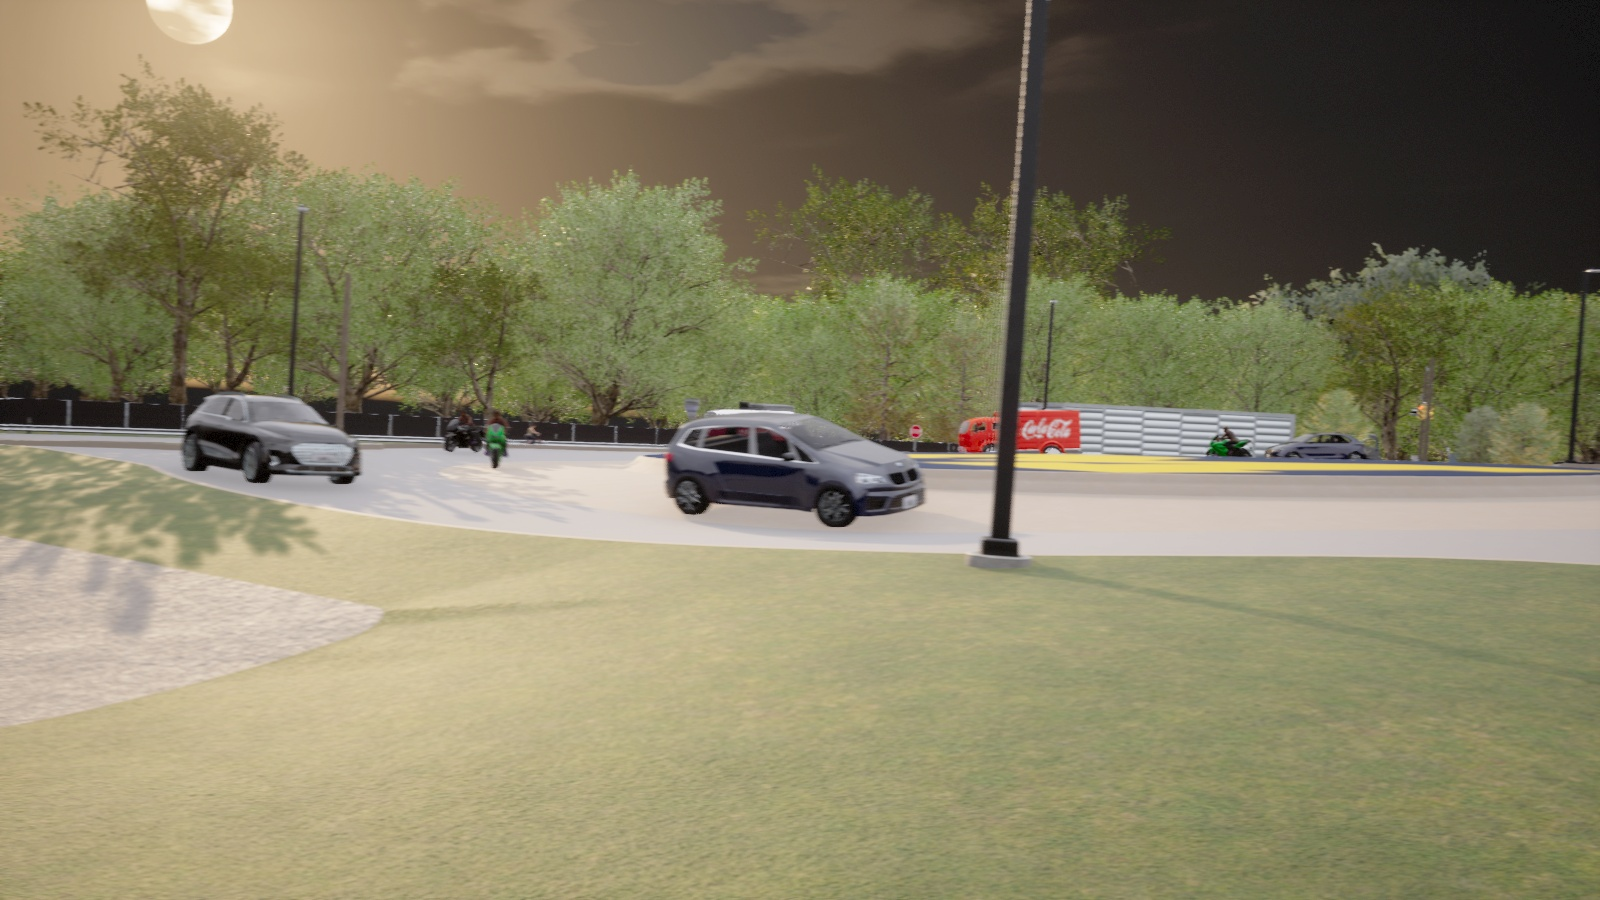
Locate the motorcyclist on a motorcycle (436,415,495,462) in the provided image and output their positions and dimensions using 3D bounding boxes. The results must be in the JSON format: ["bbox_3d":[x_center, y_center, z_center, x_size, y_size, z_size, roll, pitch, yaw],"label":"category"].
[{"bbox_3d":[-11.510,-0.399,43.237,0.797,1.523,2.044,4,2,23],"label":"motorcyclist on a motorcycle"}]

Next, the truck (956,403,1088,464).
[{"bbox_3d":[9.850,-0.739,56.120,5.204,2.467,2.627,-2,1,-7],"label":"truck"}]

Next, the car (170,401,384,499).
[{"bbox_3d":[-10.257,-0.046,24.432,4.856,1.649,2.033,4,1,44],"label":"car"}]

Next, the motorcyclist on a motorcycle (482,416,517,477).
[{"bbox_3d":[-7.740,-0.104,32.444,0.797,1.523,2.044,0,1,-11],"label":"motorcyclist on a motorcycle"}]

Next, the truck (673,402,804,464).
[{"bbox_3d":[-3.708,-1.063,73.993,7.936,3.462,2.891,2,2,42],"label":"truck"}]

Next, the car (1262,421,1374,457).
[{"bbox_3d":[22.774,-0.505,55.316,4.193,1.474,1.816,-1,1,-3],"label":"car"}]

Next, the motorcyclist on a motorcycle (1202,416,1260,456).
[{"bbox_3d":[17.063,-0.557,49.730,0.797,1.523,2.044,1,-1,-40],"label":"motorcyclist on a motorcycle"}]

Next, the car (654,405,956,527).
[{"bbox_3d":[0.055,0.167,21.450,4.611,1.667,2.242,1,8,34],"label":"car"}]

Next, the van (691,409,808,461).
[{"bbox_3d":[-2.157,-0.642,53.241,4.480,2.038,2.069,1,2,-22],"label":"van"}]
